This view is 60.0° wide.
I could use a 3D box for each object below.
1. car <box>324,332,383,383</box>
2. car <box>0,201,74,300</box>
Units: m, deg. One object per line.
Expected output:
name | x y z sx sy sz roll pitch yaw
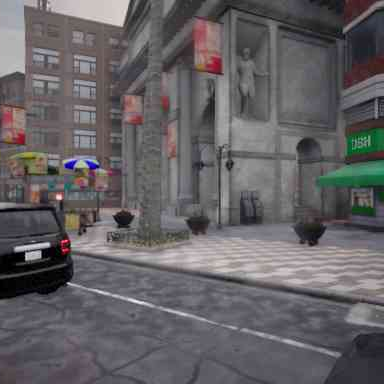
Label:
car | 3.385 1.545 1.470 5.357 1.411 2.033 0 0 37
car | -5.010 1.230 7.510 5.566 2.045 2.150 0 0 36
